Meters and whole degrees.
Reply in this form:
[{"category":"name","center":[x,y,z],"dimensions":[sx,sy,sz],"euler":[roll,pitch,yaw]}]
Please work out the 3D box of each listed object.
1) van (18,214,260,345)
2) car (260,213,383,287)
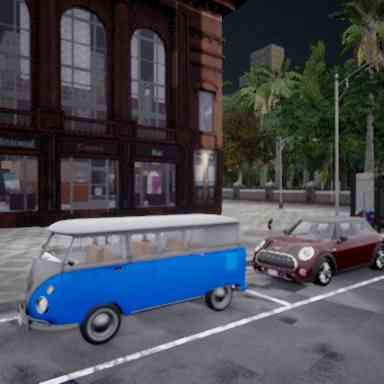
[{"category":"van","center":[-0.815,1.339,6.085],"dimensions":[3.998,1.788,1.690],"euler":[0,0,-36]},{"category":"car","center":[3.581,1.432,9.266],"dimensions":[4.097,1.590,1.967],"euler":[0,0,-36]}]
